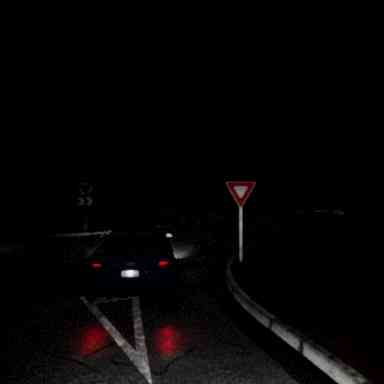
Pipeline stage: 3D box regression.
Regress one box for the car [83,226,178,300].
[{"bbox_3d":[-1.431,1.559,8.481,1.994,1.385,4.181,0,0,-6],"label":"car"}]
